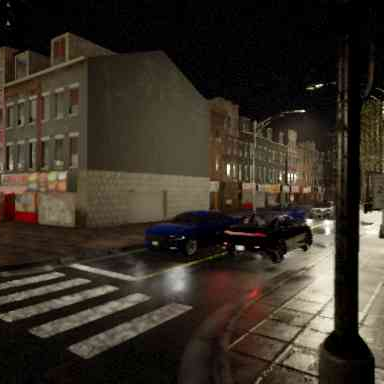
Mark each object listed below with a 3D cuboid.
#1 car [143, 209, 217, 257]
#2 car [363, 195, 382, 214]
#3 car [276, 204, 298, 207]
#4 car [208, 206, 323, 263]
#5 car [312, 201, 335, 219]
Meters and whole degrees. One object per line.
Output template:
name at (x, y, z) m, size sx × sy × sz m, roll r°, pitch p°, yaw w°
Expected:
car at (0.204, 1.477, 13.360) m, size 1.882 × 1.535 × 5.008 m, roll 1°, pitch 0°, yaw 36°
car at (20.180, 1.295, 36.194) m, size 2.150 × 2.045 × 5.566 m, roll 1°, pitch 0°, yaw 35°
car at (5.966, 1.539, 21.403) m, size 1.812 × 1.442 × 4.674 m, roll 1°, pitch 0°, yaw 36°
car at (2.922, 1.515, 12.238) m, size 2.128 × 1.511 × 4.902 m, roll 1°, pitch 0°, yaw 36°
car at (11.922, 1.556, 29.716) m, size 1.812 × 1.442 × 4.674 m, roll 1°, pitch 0°, yaw 36°
